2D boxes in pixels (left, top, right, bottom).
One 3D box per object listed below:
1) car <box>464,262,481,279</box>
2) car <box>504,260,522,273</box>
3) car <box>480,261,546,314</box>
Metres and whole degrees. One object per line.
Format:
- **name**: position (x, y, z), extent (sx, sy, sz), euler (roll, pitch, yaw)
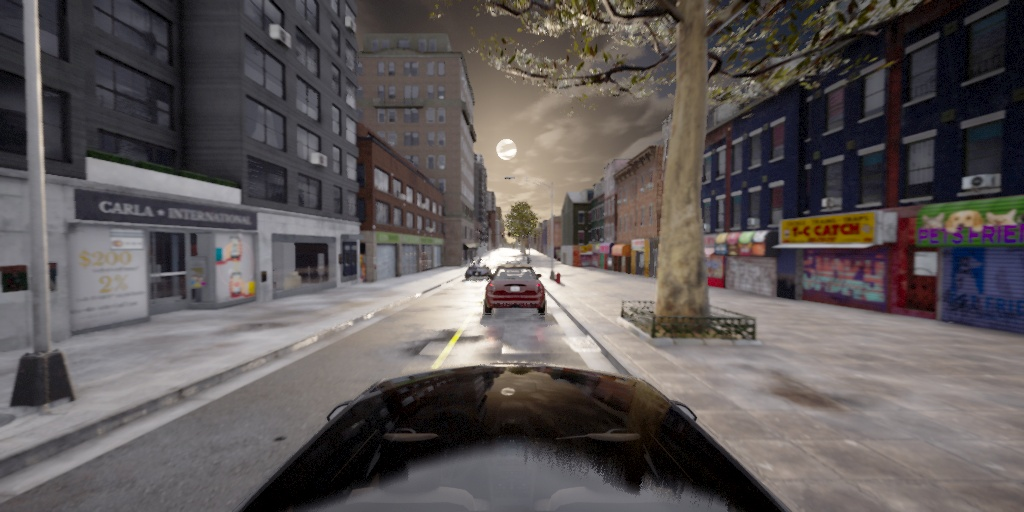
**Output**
- **car**: position (-2.800, 1.234, 30.492), extent (1.994, 1.385, 4.181), euler (0, 0, 0)
- **car**: position (0.111, 1.188, 41.642), extent (1.895, 1.301, 4.718), euler (0, 0, 0)
- **car**: position (0.103, 1.091, 13.894), extent (2.097, 1.767, 4.553), euler (0, 0, 0)
